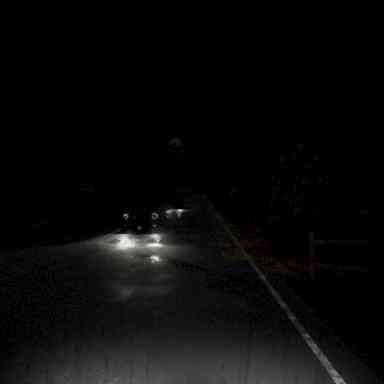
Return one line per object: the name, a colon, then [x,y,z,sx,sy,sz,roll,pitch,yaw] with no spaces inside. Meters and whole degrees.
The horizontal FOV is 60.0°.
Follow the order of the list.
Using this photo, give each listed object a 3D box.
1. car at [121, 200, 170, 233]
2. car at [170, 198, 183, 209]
car: [-2.715,1.313,19.750,2.097,1.767,4.553,0,0,2]
car: [-2.164,1.487,43.711,2.033,1.411,5.357,0,0,1]
